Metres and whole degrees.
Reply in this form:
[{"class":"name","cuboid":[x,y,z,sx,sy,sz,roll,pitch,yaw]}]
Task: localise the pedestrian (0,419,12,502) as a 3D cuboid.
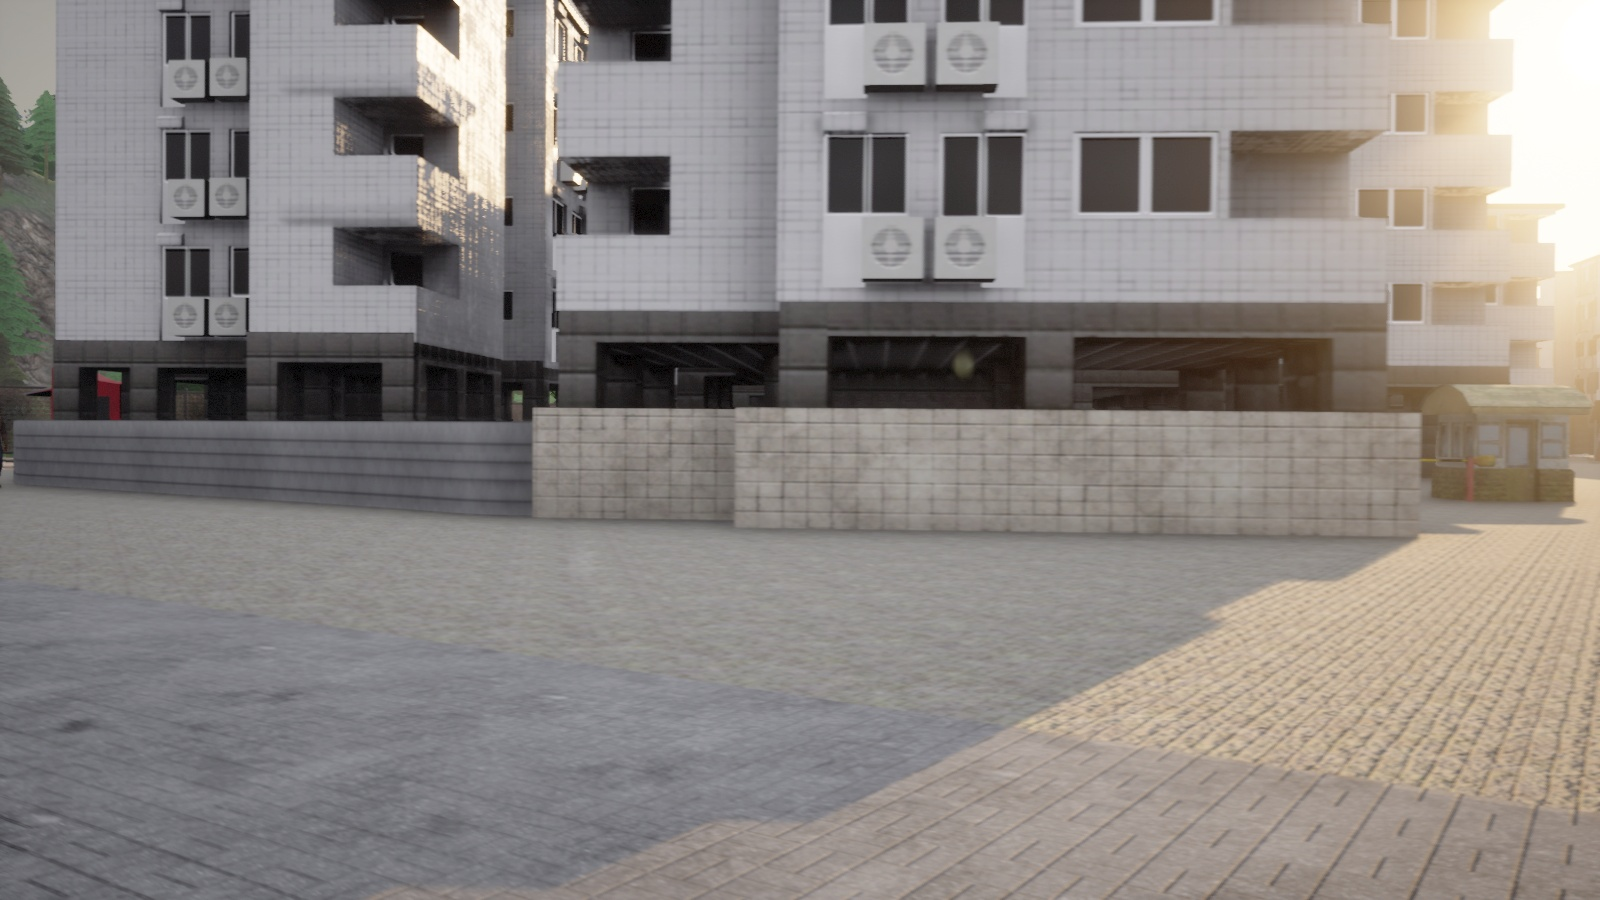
[{"class":"pedestrian","cuboid":[-17.575,0.226,27.457,0.869,1.805,0.328,0,1,42]}]
